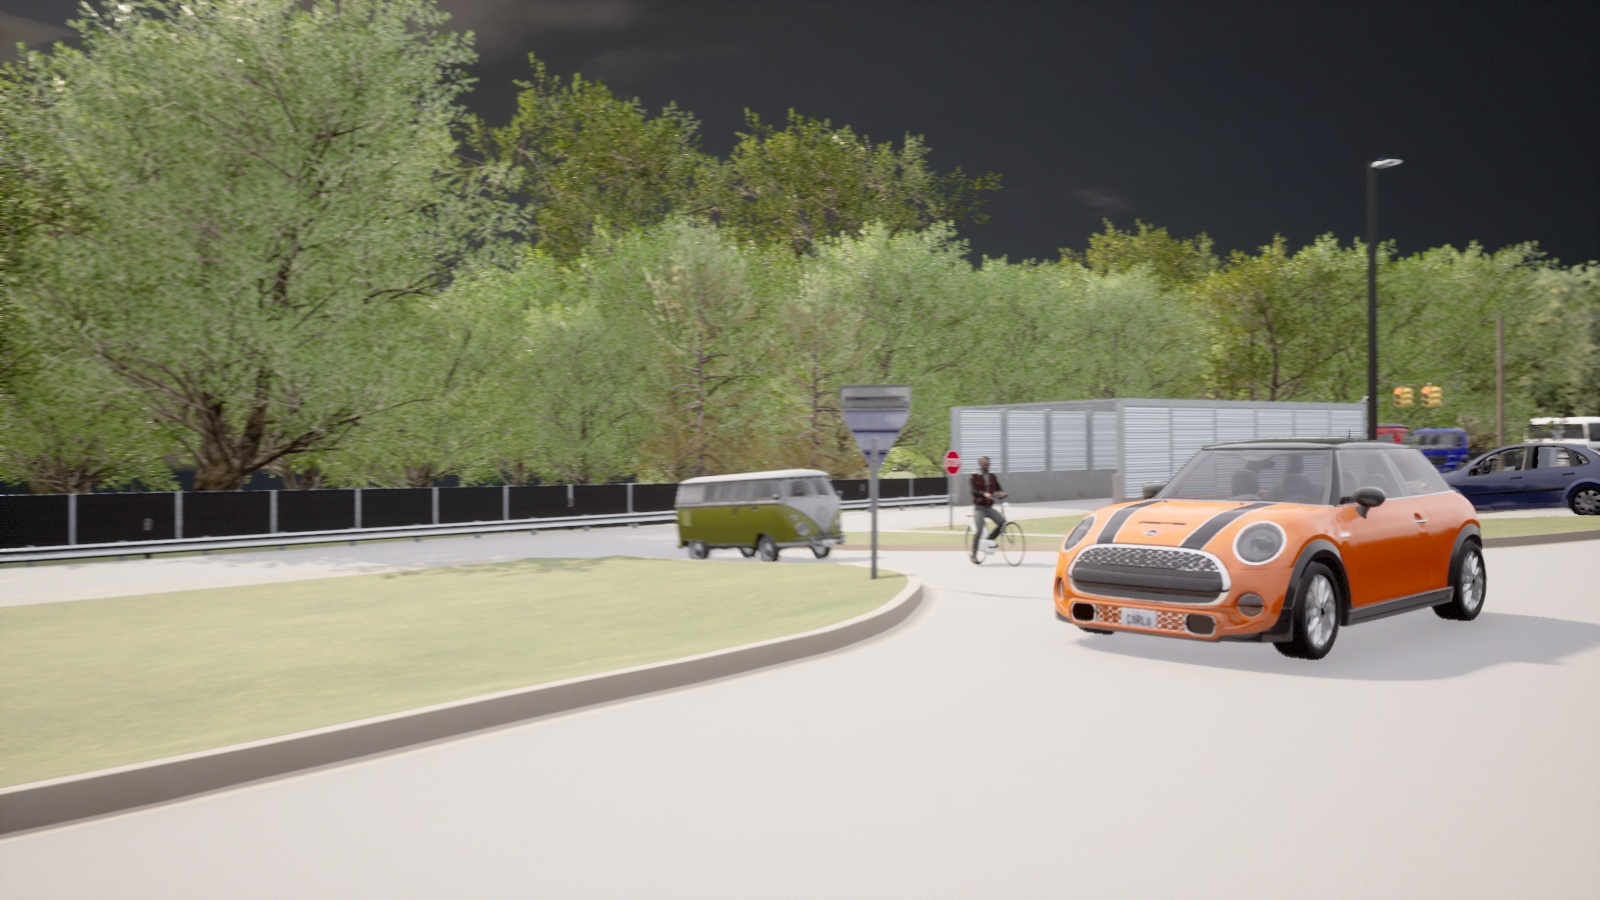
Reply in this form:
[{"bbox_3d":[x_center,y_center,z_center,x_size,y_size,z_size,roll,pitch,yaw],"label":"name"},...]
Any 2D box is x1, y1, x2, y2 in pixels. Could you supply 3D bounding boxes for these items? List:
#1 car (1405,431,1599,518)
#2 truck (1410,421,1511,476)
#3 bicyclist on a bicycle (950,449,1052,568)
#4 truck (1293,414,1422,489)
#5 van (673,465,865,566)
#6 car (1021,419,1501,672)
[{"bbox_3d":[15.492,0.530,27.185,3.988,1.617,1.851,-5,-2,35],"label":"car"},{"bbox_3d":[44.031,-0.148,83.603,7.936,3.462,2.891,-1,0,-39],"label":"truck"},{"bbox_3d":[3.163,0.943,19.975,0.659,1.776,1.843,-2,-3,-22],"label":"bicyclist on a bicycle"},{"bbox_3d":[30.240,0.017,67.919,8.468,3.827,2.891,-1,0,-40],"label":"truck"},{"bbox_3d":[-0.777,1.484,27.838,1.775,1.987,4.442,-2,-2,-40],"label":"van"},{"bbox_3d":[4.223,0.656,11.104,4.553,1.767,2.097,-1,0,-42],"label":"car"}]
